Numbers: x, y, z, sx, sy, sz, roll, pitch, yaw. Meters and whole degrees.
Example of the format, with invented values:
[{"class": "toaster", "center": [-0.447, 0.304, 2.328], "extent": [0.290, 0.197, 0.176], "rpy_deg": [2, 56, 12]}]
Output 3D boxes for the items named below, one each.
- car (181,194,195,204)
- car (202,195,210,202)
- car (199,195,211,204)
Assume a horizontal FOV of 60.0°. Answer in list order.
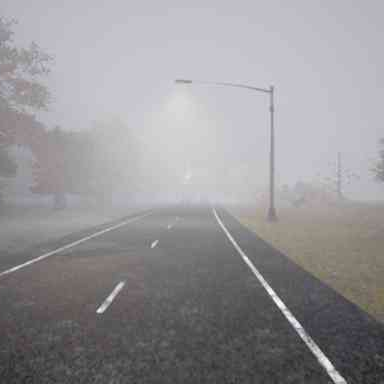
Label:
[{"class": "car", "center": [-1.113, 1.533, 65.578], "extent": [2.128, 1.511, 4.902], "rpy_deg": [0, 0, 4]}, {"class": "car", "center": [3.223, 1.418, 76.122], "extent": [1.812, 1.442, 4.674], "rpy_deg": [0, 0, 5]}, {"class": "car", "center": [2.443, 1.638, 66.206], "extent": [1.895, 1.301, 4.718], "rpy_deg": [0, 0, 4]}]
